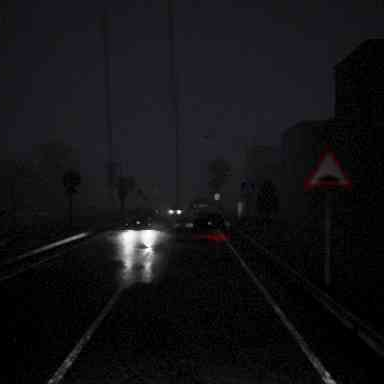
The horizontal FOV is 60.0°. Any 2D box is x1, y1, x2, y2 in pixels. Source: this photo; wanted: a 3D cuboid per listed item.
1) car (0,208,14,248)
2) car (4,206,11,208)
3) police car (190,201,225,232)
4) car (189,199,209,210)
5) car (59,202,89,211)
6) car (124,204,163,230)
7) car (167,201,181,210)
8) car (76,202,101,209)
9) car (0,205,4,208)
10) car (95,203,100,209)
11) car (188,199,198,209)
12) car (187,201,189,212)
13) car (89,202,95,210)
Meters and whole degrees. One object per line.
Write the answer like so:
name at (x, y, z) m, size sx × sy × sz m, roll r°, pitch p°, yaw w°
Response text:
car at (-9.371, 1.493, 11.727) m, size 5.366 × 1.575 × 1.946 m, roll 0°, pitch 0°, yaw 0°
car at (-21.956, 1.843, 36.278) m, size 4.553 × 1.767 × 2.185 m, roll 0°, pitch -1°, yaw 0°
police car at (0.988, 1.578, 21.106) m, size 1.930 × 1.638 × 5.238 m, roll 0°, pitch -1°, yaw 0°
car at (1.028, 1.770, 37.041) m, size 2.150 × 2.045 × 5.566 m, roll 0°, pitch -1°, yaw 0°
car at (-21.825, 2.629, 60.602) m, size 4.674 × 1.452 × 2.002 m, roll 0°, pitch -1°, yaw 0°
car at (-3.331, 1.747, 22.568) m, size 1.994 × 1.385 × 4.181 m, roll 0°, pitch -1°, yaw 0°
car at (-3.139, 2.797, 62.772) m, size 1.895 × 1.301 × 4.718 m, roll 0°, pitch -1°, yaw 1°
car at (-21.787, 2.876, 70.297) m, size 4.674 × 1.452 × 2.002 m, roll 0°, pitch -1°, yaw 0°
car at (-21.896, 1.929, 33.105) m, size 4.674 × 1.452 × 2.002 m, roll 0°, pitch -1°, yaw 0°
car at (-21.808, 2.756, 67.150) m, size 5.008 × 1.535 × 2.097 m, roll 0°, pitch -1°, yaw 0°
car at (0.166, 2.538, 71.781) m, size 2.150 × 2.045 × 5.566 m, roll 0°, pitch -1°, yaw 0°
car at (0.117, 2.549, 56.732) m, size 1.837 × 1.490 × 4.892 m, roll 0°, pitch -1°, yaw 0°
car at (-21.810, 2.673, 63.878) m, size 4.892 × 1.521 × 2.231 m, roll 0°, pitch -1°, yaw 0°
